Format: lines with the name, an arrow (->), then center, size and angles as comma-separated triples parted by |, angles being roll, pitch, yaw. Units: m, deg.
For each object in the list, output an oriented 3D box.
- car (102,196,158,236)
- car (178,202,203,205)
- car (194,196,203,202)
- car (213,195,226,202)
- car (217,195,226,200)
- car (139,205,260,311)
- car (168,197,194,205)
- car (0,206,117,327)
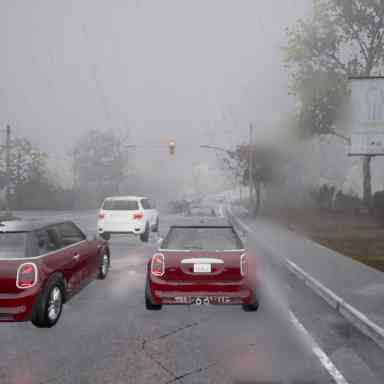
car -> -3.052, 1.221, 16.879 | 2.150, 2.045, 5.566 | 0, 0, 2
car -> 0.466, 1.491, 17.156 | 2.128, 1.511, 4.902 | 0, 0, 2
car -> 1.040, 1.547, 65.136 | 2.033, 1.411, 5.357 | 0, 0, 8
car -> 5.973, 1.590, 75.535 | 1.895, 1.301, 4.718 | 0, 0, 9
car -> 7.661, 1.392, 85.628 | 1.812, 1.442, 4.674 | 0, 0, 10
car -> 0.216, 1.352, 7.949 | 2.097, 1.767, 4.553 | 0, 0, 1
car -> -1.578, 1.506, 40.554 | 1.837, 1.490, 4.892 | 3, 1, 13
car -> -3.293, 1.352, 7.202 | 2.097, 1.767, 4.553 | 0, 0, 1
